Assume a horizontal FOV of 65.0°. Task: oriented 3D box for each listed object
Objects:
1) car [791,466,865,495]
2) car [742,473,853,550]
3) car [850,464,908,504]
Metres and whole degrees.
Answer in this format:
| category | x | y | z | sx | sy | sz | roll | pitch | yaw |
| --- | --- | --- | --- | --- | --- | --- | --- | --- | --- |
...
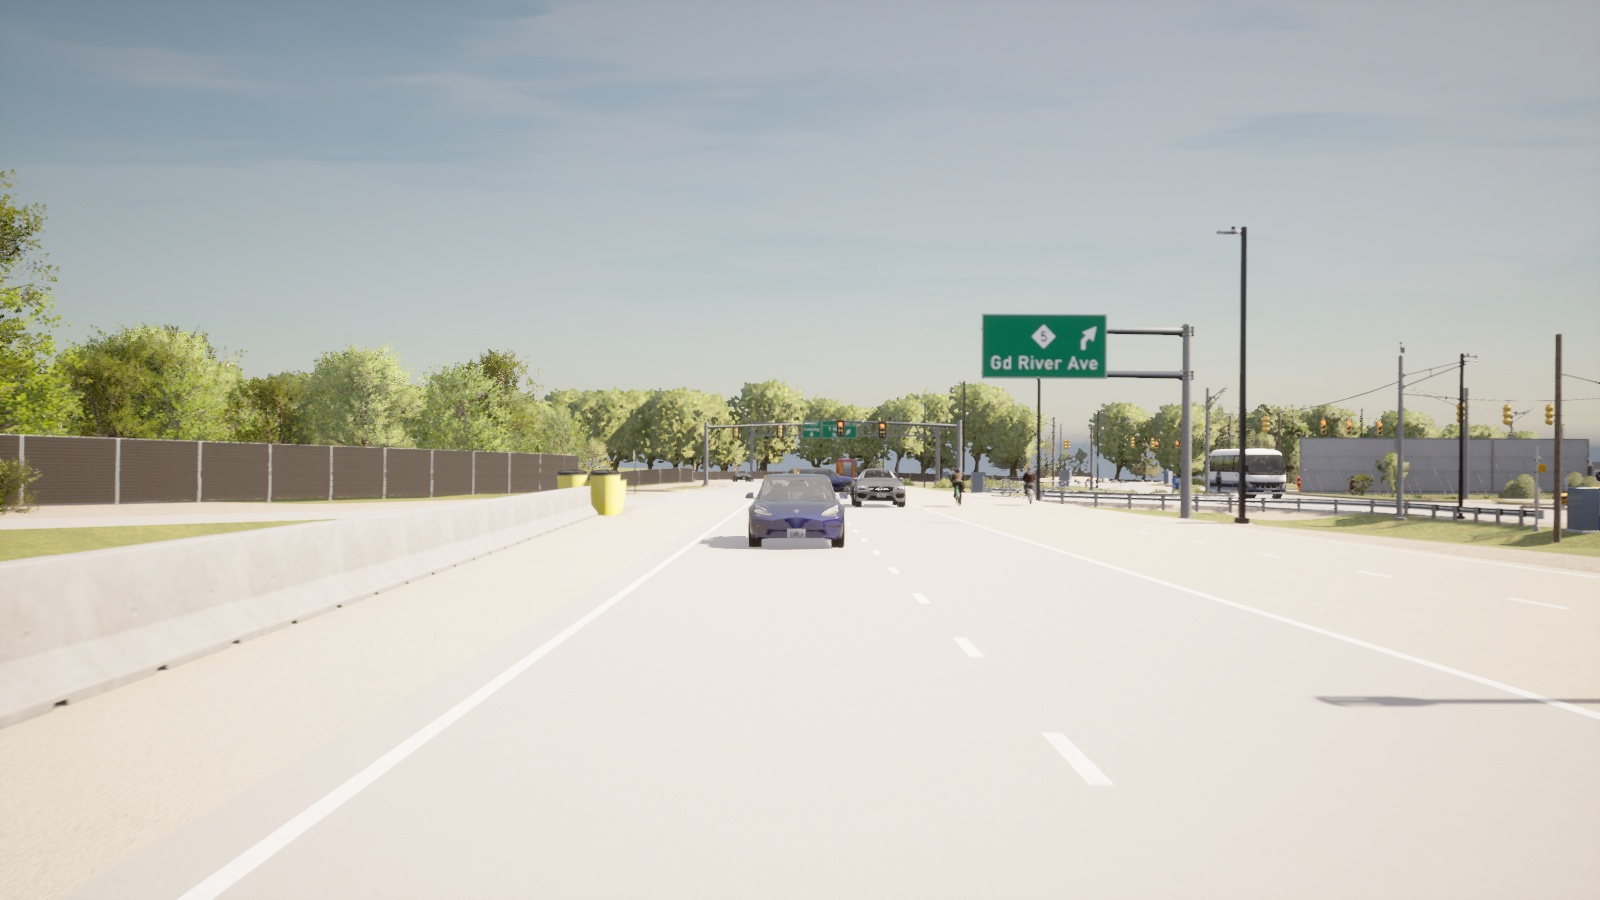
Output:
| category | x | y | z | sx | sy | sz | roll | pitch | yaw |
| --- | --- | --- | --- | --- | --- | --- | --- | --- | --- |
| car | 1.708 | 1.901 | 78.101 | 4.553 | 1.767 | 2.097 | 0 | -1 | 0 |
| car | -0.062 | 1.247 | 26.887 | 2.163 | 1.488 | 4.792 | 0 | -1 | 0 |
| car | 3.373 | 1.439 | 54.399 | 2.152 | 1.651 | 5.027 | 0 | -1 | 0 |
